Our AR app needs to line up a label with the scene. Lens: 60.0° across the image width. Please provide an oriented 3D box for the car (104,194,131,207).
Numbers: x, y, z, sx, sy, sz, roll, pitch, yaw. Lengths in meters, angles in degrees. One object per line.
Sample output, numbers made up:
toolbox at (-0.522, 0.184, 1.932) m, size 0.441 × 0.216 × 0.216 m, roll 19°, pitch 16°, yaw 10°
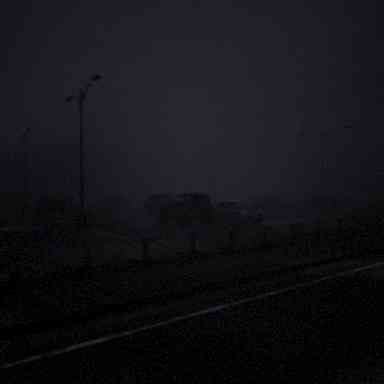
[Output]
car at (-9.896, 1.079, 44.149) m, size 2.152 × 1.636 × 5.027 m, roll -1°, pitch 0°, yaw -36°

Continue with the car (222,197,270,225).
car at (2.696, 1.269, 21.346) m, size 1.970 × 1.475 × 3.806 m, roll -1°, pitch 0°, yaw -36°

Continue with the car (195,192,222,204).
car at (2.606, 0.894, 53.654) m, size 1.932 × 1.855 × 4.605 m, roll -1°, pitch 0°, yaw -36°

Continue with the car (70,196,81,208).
car at (-14.915, 1.210, 40.138) m, size 1.970 × 1.475 × 3.806 m, roll -1°, pitch 0°, yaw -36°

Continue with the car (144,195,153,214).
car at (-2.290, 1.020, 28.206) m, size 1.932 × 1.855 × 4.605 m, roll -1°, pitch 0°, yaw -36°

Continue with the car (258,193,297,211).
car at (8.238, 1.117, 34.905) m, size 2.007 × 1.523 × 4.514 m, roll -1°, pitch 0°, yaw -36°

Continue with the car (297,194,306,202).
car at (19.687, 1.040, 56.634) m, size 1.970 × 1.475 × 3.806 m, roll -1°, pitch 0°, yaw -36°

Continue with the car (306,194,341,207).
car at (16.373, 1.056, 40.707) m, size 1.845 × 1.501 × 3.633 m, roll -1°, pitch 0°, yaw -36°

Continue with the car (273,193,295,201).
car at (17.771, 1.018, 64.398) m, size 1.845 × 1.501 × 3.633 m, roll -1°, pitch 0°, yaw -36°

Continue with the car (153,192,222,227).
car at (-0.362, 1.013, 19.900) m, size 1.905 × 1.878 × 3.866 m, roll -1°, pitch 0°, yaw -36°

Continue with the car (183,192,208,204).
car at (0.488, 0.897, 51.622) m, size 1.905 × 1.878 × 3.866 m, roll -1°, pitch 0°, yaw -36°

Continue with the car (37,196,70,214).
car at (-13.770, 1.294, 32.278) m, size 2.007 × 1.523 × 4.514 m, roll -1°, pitch 0°, yaw -36°
